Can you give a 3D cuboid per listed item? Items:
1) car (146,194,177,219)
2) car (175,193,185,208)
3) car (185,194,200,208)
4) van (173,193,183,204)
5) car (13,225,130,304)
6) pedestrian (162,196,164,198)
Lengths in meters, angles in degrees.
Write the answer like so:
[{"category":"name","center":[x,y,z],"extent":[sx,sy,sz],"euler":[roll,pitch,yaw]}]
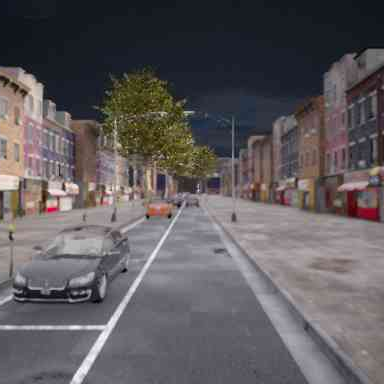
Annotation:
[{"category":"car","center":[-2.737,1.317,28.947],"extent":[2.097,1.767,4.553],"euler":[0,0,0]},{"category":"car","center":[-2.589,1.227,46.902],"extent":[2.192,1.841,5.009],"euler":[2,0,0]},{"category":"car","center":[0.071,1.401,47.426],"extent":[2.128,1.511,4.902],"euler":[0,0,0]},{"category":"van","center":[-2.582,1.204,63.508],"extent":[1.690,1.788,3.998],"euler":[2,0,0]},{"category":"car","center":[-2.616,1.554,8.151],"extent":[2.008,1.369,4.403],"euler":[1,0,0]},{"category":"pedestrian","center":[-2.735,1.251,31.778],"extent":[0.375,1.860,0.375],"euler":[-2,-1,0]}]
